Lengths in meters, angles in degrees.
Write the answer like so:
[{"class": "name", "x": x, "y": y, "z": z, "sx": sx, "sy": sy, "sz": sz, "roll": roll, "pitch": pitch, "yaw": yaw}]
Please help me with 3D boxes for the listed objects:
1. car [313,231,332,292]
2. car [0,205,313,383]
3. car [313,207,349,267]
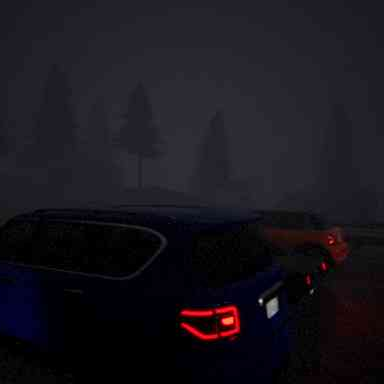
[{"class": "car", "x": 0.442, "y": 1.573, "z": 7.567, "sx": 4.718, "sy": 1.301, "sz": 1.895, "roll": 0, "pitch": 0, "yaw": 33}, {"class": "car", "x": -1.471, "y": 1.205, "z": 4.671, "sx": 5.566, "sy": 2.045, "sz": 2.150, "roll": 0, "pitch": 0, "yaw": 33}, {"class": "car", "x": 2.339, "y": 1.312, "z": 10.429, "sx": 4.553, "sy": 1.767, "sz": 2.097, "roll": 0, "pitch": 0, "yaw": 33}]
